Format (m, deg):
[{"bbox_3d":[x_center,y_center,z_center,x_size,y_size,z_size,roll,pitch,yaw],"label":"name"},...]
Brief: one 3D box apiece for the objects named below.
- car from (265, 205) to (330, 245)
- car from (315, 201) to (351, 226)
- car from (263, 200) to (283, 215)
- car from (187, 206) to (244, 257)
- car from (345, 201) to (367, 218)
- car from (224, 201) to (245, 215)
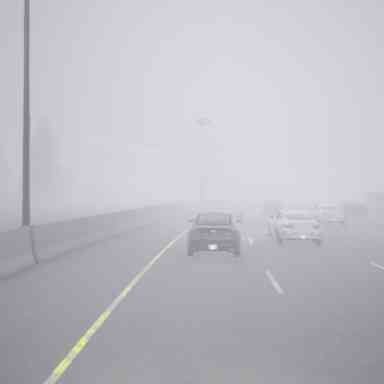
[{"bbox_3d":[4.698,1.547,15.517,1.812,1.442,4.674,0,0,7],"label":"car"},{"bbox_3d":[9.496,1.564,23.625,1.812,1.442,4.674,0,0,10],"label":"car"},{"bbox_3d":[8.405,1.533,34.573,2.128,1.511,4.902,0,0,15],"label":"car"},{"bbox_3d":[0.909,1.515,13.094,1.837,1.490,4.892,0,0,6],"label":"car"},{"bbox_3d":[14.609,1.532,30.611,1.882,1.535,5.008,0,0,14],"label":"car"},{"bbox_3d":[3.930,1.554,31.171,1.812,1.442,4.674,0,0,13],"label":"car"}]
